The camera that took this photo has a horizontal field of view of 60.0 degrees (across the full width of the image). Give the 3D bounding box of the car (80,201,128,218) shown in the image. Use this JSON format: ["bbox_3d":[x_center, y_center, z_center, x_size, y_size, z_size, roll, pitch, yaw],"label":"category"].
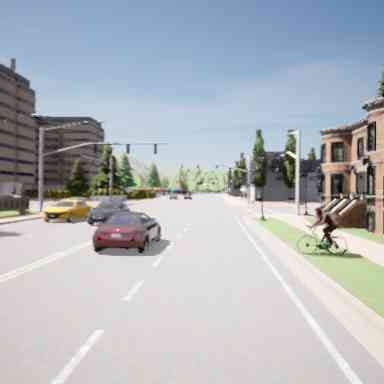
[{"bbox_3d":[-5.493,1.373,22.528,1.837,1.490,4.892,1,0,5],"label":"car"}]

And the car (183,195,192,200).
[{"bbox_3d":[-1.069,1.360,82.827,1.895,1.301,4.718,1,0,4],"label":"car"}]

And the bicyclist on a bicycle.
[{"bbox_3d":[4.351,1.327,11.085,1.656,1.620,0.582,2,0,4],"label":"bicyclist on a bicycle"}]

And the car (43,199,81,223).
[{"bbox_3d":[-8.874,1.296,24.098,1.882,1.535,5.008,1,0,5],"label":"car"}]

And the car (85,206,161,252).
[{"bbox_3d":[-2.503,1.494,13.597,1.994,1.385,4.181,1,0,4],"label":"car"}]

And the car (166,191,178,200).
[{"bbox_3d":[-4.556,1.243,83.113,2.128,1.511,4.902,1,0,4],"label":"car"}]
